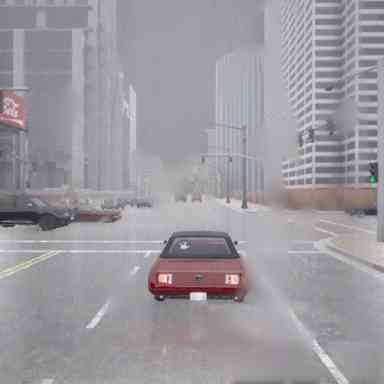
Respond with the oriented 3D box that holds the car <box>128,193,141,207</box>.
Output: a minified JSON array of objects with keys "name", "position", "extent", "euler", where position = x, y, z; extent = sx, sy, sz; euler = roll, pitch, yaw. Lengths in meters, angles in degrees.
[{"name":"car","position":[-9.868,1.221,51.991],"extent":[2.150,2.045,5.566],"euler":[0,0,1]}]

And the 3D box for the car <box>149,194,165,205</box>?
[{"name":"car","position":[-6.313,1.564,56.790],"extent":[1.994,1.385,4.181],"euler":[0,0,0]}]

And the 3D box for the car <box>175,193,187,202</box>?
[{"name":"car","position":[-2.487,1.216,73.360],"extent":[2.150,2.045,5.566],"euler":[0,0,1]}]

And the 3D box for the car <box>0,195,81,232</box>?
[{"name":"car","position":[-9.930,1.223,19.897],"extent":[5.566,2.045,2.150],"euler":[0,0,1]}]

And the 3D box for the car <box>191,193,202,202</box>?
[{"name":"car","position":[1.012,1.216,73.311],"extent":[2.150,2.045,5.566],"euler":[0,0,1]}]

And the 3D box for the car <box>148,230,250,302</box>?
[{"name":"car","position":[0.211,1.601,8.239],"extent":[1.895,1.301,4.718],"euler":[0,0,2]}]

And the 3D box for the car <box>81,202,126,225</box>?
[{"name":"car","position":[-7.372,1.601,23.376],"extent":[4.718,1.301,1.895],"euler":[0,0,1]}]

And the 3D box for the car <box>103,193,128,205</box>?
[{"name":"car","position":[-10.022,1.352,42.408],"extent":[2.097,1.767,4.553],"euler":[0,0,1]}]

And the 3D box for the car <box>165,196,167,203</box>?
[{"name":"car","position":[-6.094,1.477,67.238],"extent":[1.882,1.535,5.008],"euler":[0,0,1]}]

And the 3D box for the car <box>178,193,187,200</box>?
[{"name":"car","position":[-2.338,1.184,84.000],"extent":[2.097,1.767,4.553],"euler":[0,0,1]}]

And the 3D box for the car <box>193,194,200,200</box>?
[{"name":"car","position":[1.162,1.353,83.981],"extent":[1.812,1.442,4.674],"euler":[0,0,1]}]

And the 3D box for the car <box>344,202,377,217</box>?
[{"name":"car","position":[16.532,1.601,30.367],"extent":[4.718,1.301,1.895],"euler":[0,0,1]}]

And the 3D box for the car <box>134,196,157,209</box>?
[{"name":"car","position":[-6.460,1.601,46.788],"extent":[1.895,1.301,4.718],"euler":[0,0,1]}]
